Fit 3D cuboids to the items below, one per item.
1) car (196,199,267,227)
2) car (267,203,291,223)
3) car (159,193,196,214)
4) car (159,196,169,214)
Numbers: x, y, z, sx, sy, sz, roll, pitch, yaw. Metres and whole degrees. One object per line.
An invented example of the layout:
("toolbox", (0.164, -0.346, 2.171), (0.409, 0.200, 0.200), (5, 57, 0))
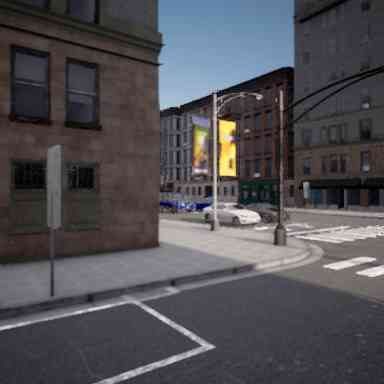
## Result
("car", (2.575, 1.461, 22.696), (1.812, 1.442, 4.674), (0, 0, -36))
("car", (5.207, 1.492, 24.608), (1.994, 1.385, 4.181), (0, 0, -36))
("car", (-2.020, 1.105, 34.633), (2.150, 2.045, 5.566), (0, 0, -35))
("car", (-4.729, 1.380, 32.830), (2.128, 1.511, 4.902), (0, 0, -36))
